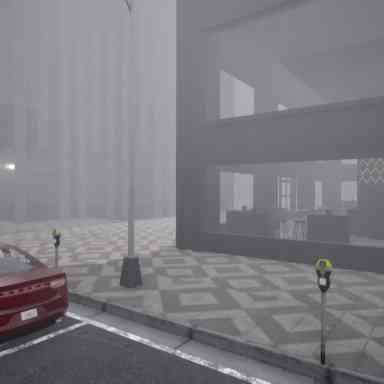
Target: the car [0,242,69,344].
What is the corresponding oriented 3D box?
[{"bbox_3d":[-4.044,1.544,5.867,4.507,1.381,1.887,0,0,36],"label":"car"}]
